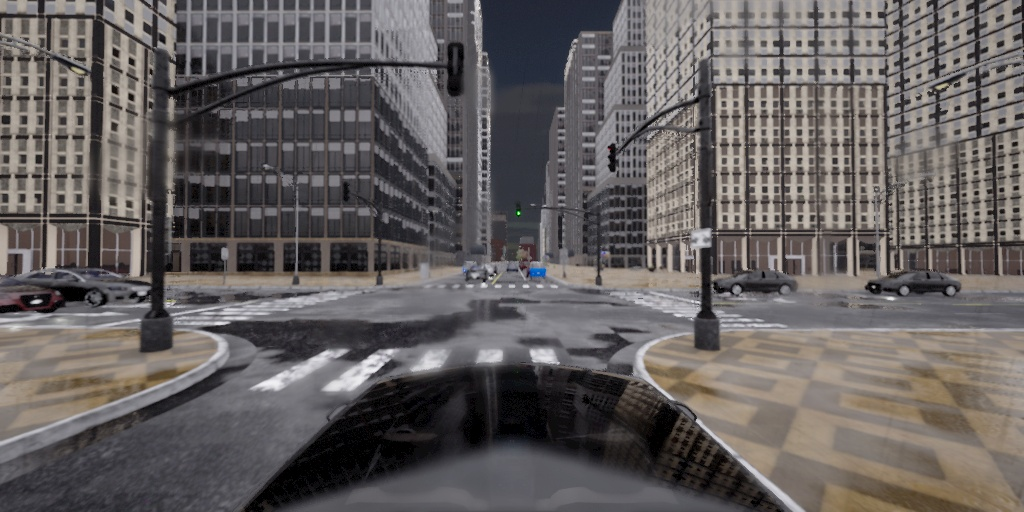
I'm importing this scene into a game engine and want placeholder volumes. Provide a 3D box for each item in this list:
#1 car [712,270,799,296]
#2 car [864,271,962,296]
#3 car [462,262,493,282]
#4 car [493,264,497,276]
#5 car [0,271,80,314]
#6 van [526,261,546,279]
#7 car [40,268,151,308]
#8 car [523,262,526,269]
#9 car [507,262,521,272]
[{"bbox_3d":[14.863,1.642,22.206,4.892,1.490,1.837,0,-1,1],"label":"car"},{"bbox_3d":[25.014,1.711,22.457,4.892,1.490,1.837,0,-1,-1],"label":"car"},{"bbox_3d":[-3.240,1.629,33.871,2.128,1.511,4.902,0,-1,0],"label":"car"},{"bbox_3d":[-3.203,1.785,44.045,1.812,1.442,4.674,0,-1,0],"label":"car"},{"bbox_3d":[-17.427,1.289,11.610,4.181,1.385,1.994,0,-1,-1],"label":"car"},{"bbox_3d":[2.677,1.528,38.030,1.690,1.789,3.998,0,0,0],"label":"van"},{"bbox_3d":[-17.813,1.267,14.854,4.902,1.511,2.128,0,-1,-1],"label":"car"},{"bbox_3d":[2.607,1.798,43.568,1.888,1.381,4.507,0,0,0],"label":"car"},{"bbox_3d":[0.061,2.038,61.987,1.994,1.385,4.181,0,-1,0],"label":"car"}]
